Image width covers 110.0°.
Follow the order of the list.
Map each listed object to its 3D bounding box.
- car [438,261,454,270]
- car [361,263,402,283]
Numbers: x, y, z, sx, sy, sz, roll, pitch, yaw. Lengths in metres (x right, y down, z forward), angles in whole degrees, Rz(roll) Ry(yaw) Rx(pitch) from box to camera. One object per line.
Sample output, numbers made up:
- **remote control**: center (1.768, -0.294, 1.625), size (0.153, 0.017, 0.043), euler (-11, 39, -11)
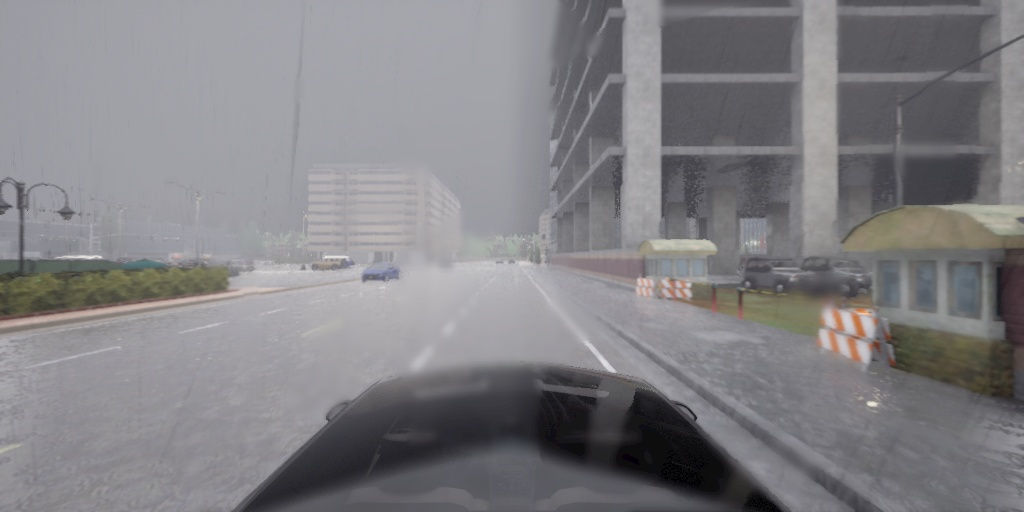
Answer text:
- **car**: center (-10.470, 1.477, 57.296), size (1.994, 1.385, 4.181), euler (0, 0, 0)
- **car**: center (-10.484, 1.312, 29.094), size (1.882, 1.535, 5.008), euler (0, 0, 0)
